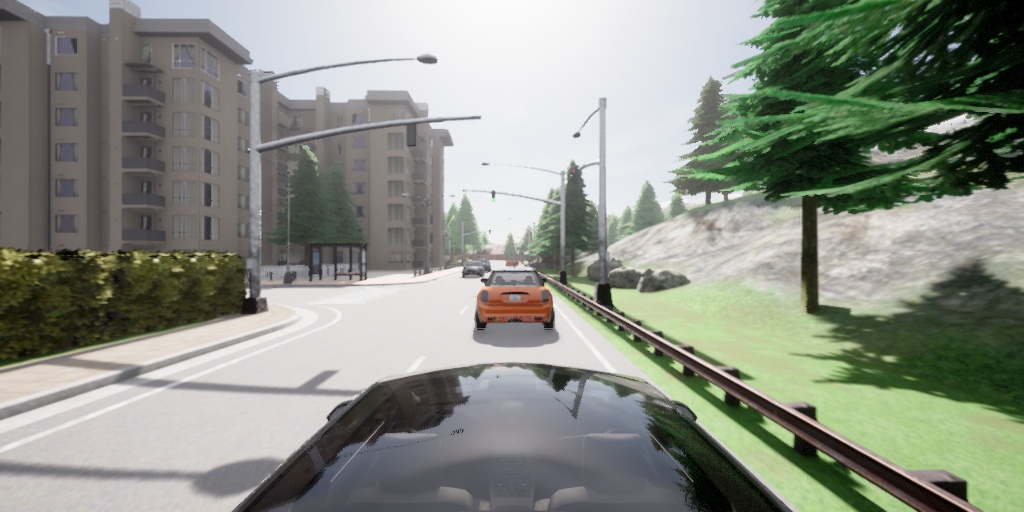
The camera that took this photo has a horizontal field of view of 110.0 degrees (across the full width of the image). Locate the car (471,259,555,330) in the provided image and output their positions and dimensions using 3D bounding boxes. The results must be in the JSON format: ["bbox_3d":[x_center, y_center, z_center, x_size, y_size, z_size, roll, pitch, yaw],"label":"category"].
[{"bbox_3d":[0.059,1.096,11.310,2.097,1.767,4.553,0,0,-1],"label":"car"}]

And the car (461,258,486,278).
[{"bbox_3d":[-3.657,1.234,34.339,1.837,1.490,4.892,0,0,0],"label":"car"}]

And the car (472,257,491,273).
[{"bbox_3d":[-3.684,1.074,44.252,2.097,1.767,4.553,0,0,-1],"label":"car"}]
